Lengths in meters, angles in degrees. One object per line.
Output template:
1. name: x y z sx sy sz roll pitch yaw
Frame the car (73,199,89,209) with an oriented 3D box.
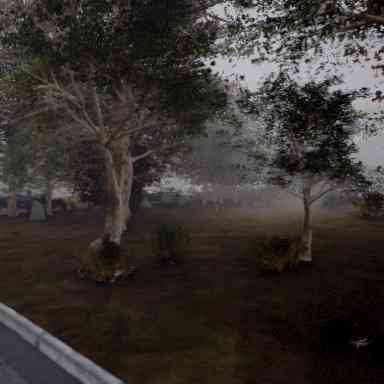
1. car: -11.387 0.739 32.174 5.366 1.575 1.946 2 3 44

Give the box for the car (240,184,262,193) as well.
1. car: 7.853 -0.092 52.159 4.792 1.488 2.163 2 3 44

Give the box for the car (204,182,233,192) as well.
1. car: 5.428 -1.075 68.560 5.566 2.045 2.435 2 3 44

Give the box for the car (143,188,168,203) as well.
1. car: -5.512 0.485 38.068 5.008 1.535 2.097 2 3 43

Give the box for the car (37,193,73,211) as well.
1. car: -13.145 0.866 30.017 4.792 1.488 2.163 2 3 44

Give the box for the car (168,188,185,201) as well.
1. car: -3.580 0.273 40.055 4.553 1.767 2.185 2 3 44

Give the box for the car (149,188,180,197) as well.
1. car: -4.206 0.022 51.642 1.895 1.301 4.718 2 3 44

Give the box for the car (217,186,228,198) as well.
1. car: 2.134 0.178 46.115 4.674 1.452 2.002 2 3 44

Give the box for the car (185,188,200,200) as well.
1. car: -1.692 0.351 42.094 4.674 1.452 2.002 2 3 43

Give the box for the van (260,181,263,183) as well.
1. van: 15.026 -1.488 78.772 4.442 1.987 1.878 2 3 44

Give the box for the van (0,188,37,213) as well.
1. van: -15.163 0.695 28.099 4.442 1.987 1.878 2 3 44

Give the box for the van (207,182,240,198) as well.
1. van: 4.133 -0.171 48.030 4.442 1.987 1.878 2 3 44

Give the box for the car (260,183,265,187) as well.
1. car: 11.566 -0.301 56.285 5.366 1.575 1.946 2 3 44

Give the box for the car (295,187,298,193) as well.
1. car: 17.442 -0.550 62.181 5.008 1.535 2.097 2 3 44

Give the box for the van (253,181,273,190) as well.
1. van: 17.126 -1.573 80.639 4.442 1.987 1.878 2 3 44

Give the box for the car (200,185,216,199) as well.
1. car: 0.219 0.224 44.104 5.008 1.535 2.097 2 3 44

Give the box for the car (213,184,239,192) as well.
1. car: 7.246 -0.919 70.708 5.366 1.575 1.946 2 3 44
